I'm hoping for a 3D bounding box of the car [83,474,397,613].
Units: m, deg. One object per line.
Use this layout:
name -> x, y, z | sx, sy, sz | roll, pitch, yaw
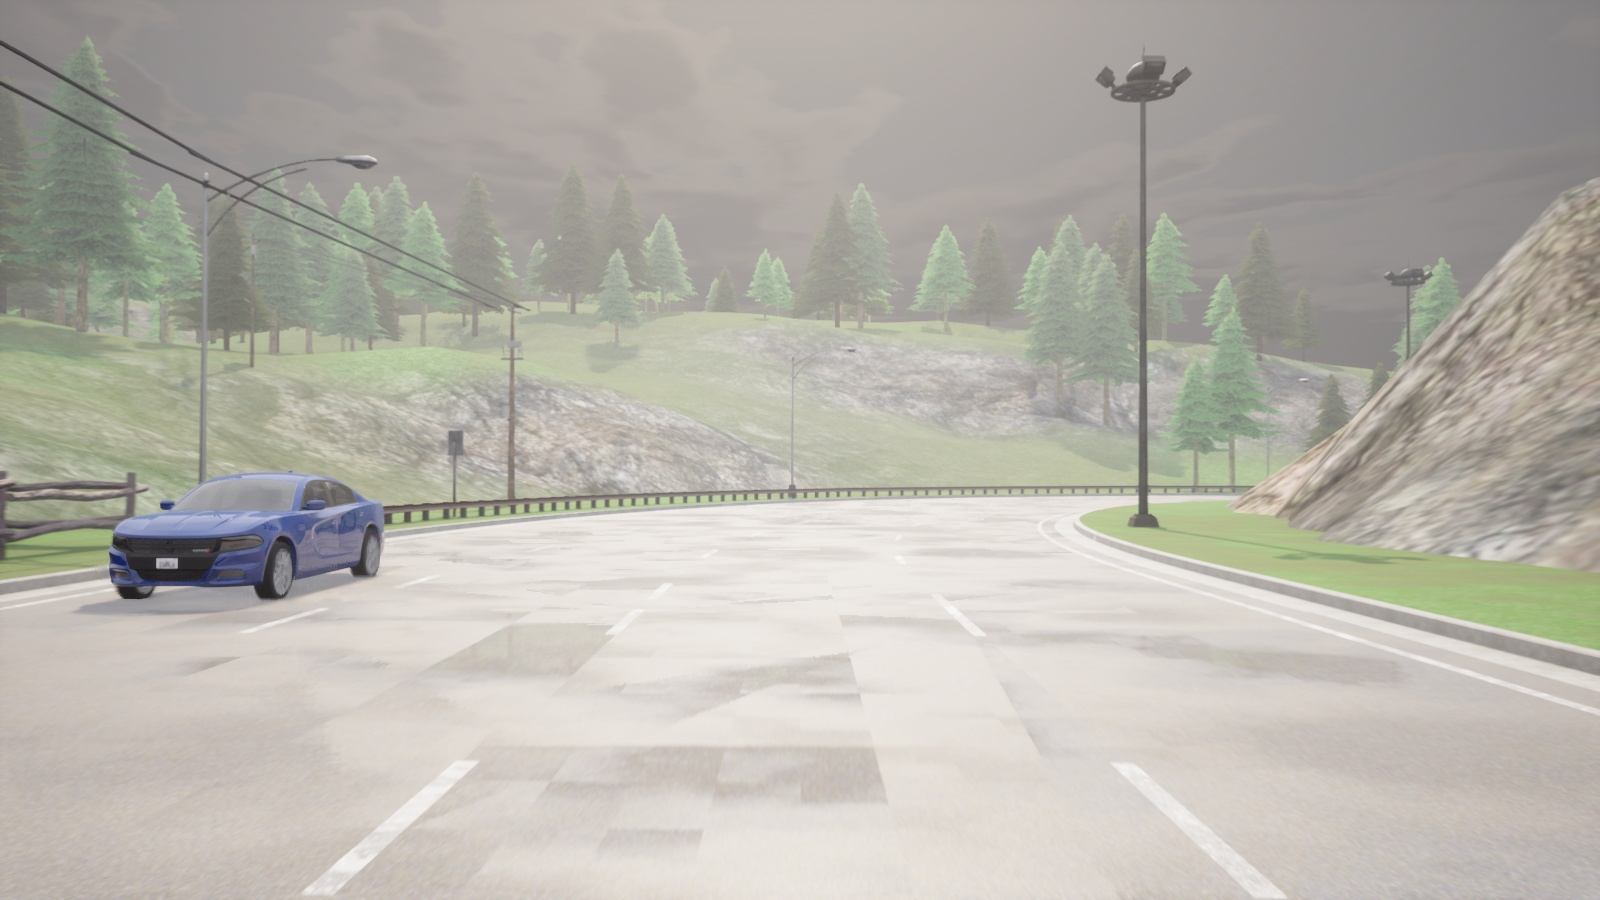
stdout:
car -> -7.041, 1.090, 16.506 | 1.882, 1.535, 5.008 | 0, -1, 0
